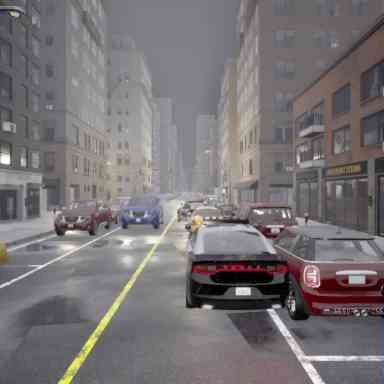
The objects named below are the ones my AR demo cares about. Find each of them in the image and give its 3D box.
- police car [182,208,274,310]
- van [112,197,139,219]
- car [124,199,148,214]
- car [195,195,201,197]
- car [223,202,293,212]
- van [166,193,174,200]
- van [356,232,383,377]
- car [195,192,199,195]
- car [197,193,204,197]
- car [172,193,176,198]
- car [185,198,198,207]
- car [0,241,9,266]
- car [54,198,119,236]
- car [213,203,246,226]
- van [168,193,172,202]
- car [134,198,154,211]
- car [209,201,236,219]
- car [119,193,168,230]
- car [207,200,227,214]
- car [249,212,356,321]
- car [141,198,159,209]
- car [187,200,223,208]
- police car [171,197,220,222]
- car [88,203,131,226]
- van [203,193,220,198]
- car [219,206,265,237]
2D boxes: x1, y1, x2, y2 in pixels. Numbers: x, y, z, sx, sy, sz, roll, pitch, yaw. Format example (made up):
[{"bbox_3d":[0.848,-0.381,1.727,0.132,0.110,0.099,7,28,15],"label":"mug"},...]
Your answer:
[{"bbox_3d":[0.786,1.425,8.038,1.930,1.638,5.238,0,0,-1],"label":"police car"},{"bbox_3d":[-5.898,1.339,29.956,1.690,1.788,3.998,0,0,0],"label":"van"},{"bbox_3d":[-5.904,1.520,35.455,1.752,1.417,4.829,0,0,0],"label":"car"},{"bbox_3d":[-0.049,1.515,42.138,1.812,1.442,4.674,0,0,0],"label":"car"},{"bbox_3d":[2.650,1.314,12.974,2.192,1.841,5.009,0,0,0],"label":"car"},{"bbox_3d":[-5.976,1.265,90.915,1.690,1.788,3.998,0,0,0],"label":"van"},{"bbox_3d":[2.665,1.341,1.635,1.690,1.788,3.998,0,0,0],"label":"van"},{"bbox_3d":[2.557,1.249,85.356,2.192,1.841,5.009,0,0,0],"label":"car"},{"bbox_3d":[2.571,1.391,74.186,1.967,1.590,4.097,0,0,0],"label":"car"},{"bbox_3d":[-5.969,1.249,85.330,2.192,1.841,5.009,0,0,0],"label":"car"},{"bbox_3d":[-0.067,1.579,51.555,1.895,1.301,4.718,0,0,0],"label":"car"},{"bbox_3d":[-5.867,1.525,7.114,1.752,1.417,4.829,0,0,0],"label":"car"},{"bbox_3d":[-5.883,1.314,18.620,2.192,1.841,5.009,0,0,0],"label":"car"},{"bbox_3d":[2.635,1.564,24.312,1.947,1.339,4.313,0,0,0],"label":"car"},{"bbox_3d":[-5.954,1.292,74.157,1.690,1.788,3.998,0,0,0],"label":"van"},{"bbox_3d":[-5.912,1.515,41.125,1.752,1.417,4.829,0,0,0],"label":"car"},{"bbox_3d":[2.628,1.549,29.981,2.008,1.369,4.403,0,0,0],"label":"car"},{"bbox_3d":[-3.029,1.219,21.507,2.150,2.045,5.566,0,0,0],"label":"car"},{"bbox_3d":[2.621,1.577,35.651,1.802,1.307,4.206,0,0,0],"label":"car"},{"bbox_3d":[2.658,1.440,7.305,1.967,1.590,4.097,0,0,0],"label":"car"},{"bbox_3d":[-5.919,1.534,46.962,2.008,1.369,4.403,0,0,0],"label":"car"},{"bbox_3d":[0.763,1.455,18.133,1.801,1.575,5.366,0,0,0],"label":"car"},{"bbox_3d":[0.242,1.423,23.959,1.930,1.638,5.238,0,0,-17],"label":"police car"},{"bbox_3d":[-5.890,1.549,24.288,2.008,1.369,4.403,0,0,0],"label":"car"},{"bbox_3d":[2.614,1.331,41.321,1.690,1.788,3.998,0,0,0],"label":"van"},{"bbox_3d":[2.643,1.565,18.644,1.947,1.339,4.313,0,0,0],"label":"car"}]
